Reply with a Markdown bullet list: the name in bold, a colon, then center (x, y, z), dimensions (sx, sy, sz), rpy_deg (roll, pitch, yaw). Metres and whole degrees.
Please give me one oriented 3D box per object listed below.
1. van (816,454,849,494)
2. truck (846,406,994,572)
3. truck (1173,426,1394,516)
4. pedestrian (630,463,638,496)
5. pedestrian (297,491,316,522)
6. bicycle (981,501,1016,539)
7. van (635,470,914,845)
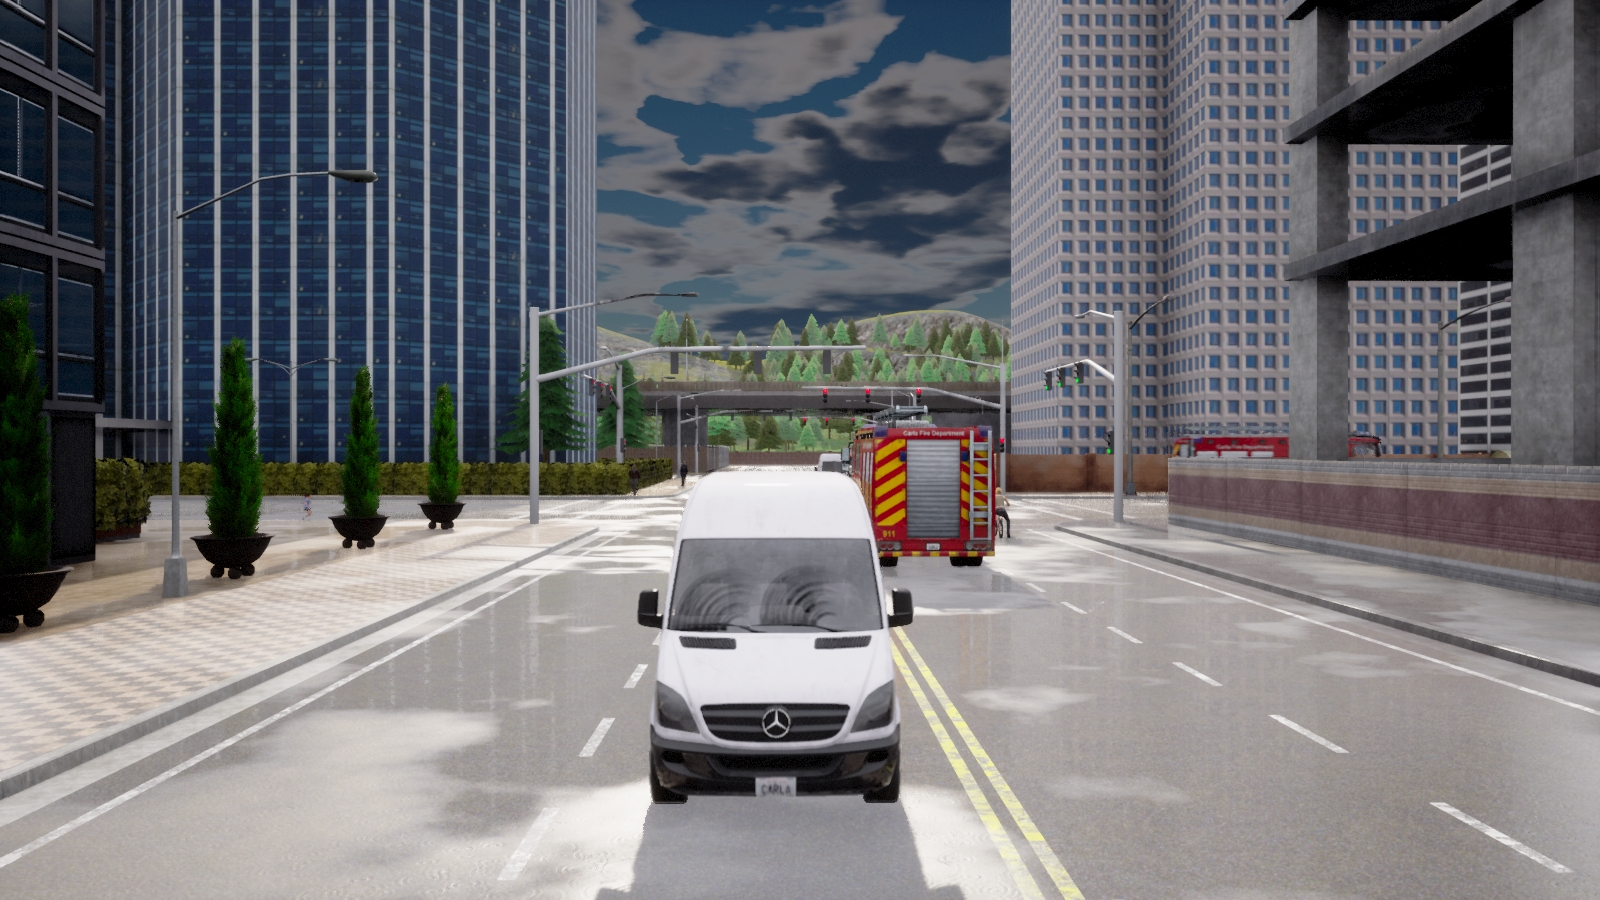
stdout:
- **van**: center (2.135, 1.534, 76.519), dimensions (1.988, 2.561, 5.915), rpy_deg (0, 0, -1)
- **truck**: center (2.932, 0.891, 30.480), dimensions (2.891, 3.827, 8.468), rpy_deg (0, 0, -1)
- **truck**: center (21.041, 0.890, 50.048), dimensions (8.468, 3.827, 2.891), rpy_deg (0, 0, -1)
- **pedestrian**: center (-9.506, 1.696, 65.611), dimensions (0.375, 1.860, 0.375), rpy_deg (0, 0, 6)
- **pedestrian**: center (-18.209, 2.076, 42.142), dimensions (0.500, 1.100, 0.500), rpy_deg (0, 0, -3)
- **bicycle**: center (6.346, 2.233, 36.588), dimensions (0.859, 1.126, 1.487), rpy_deg (0, 0, -1)
- **van**: center (-0.233, 1.534, 11.122), dimensions (1.988, 2.561, 5.915), rpy_deg (0, 0, -1)
